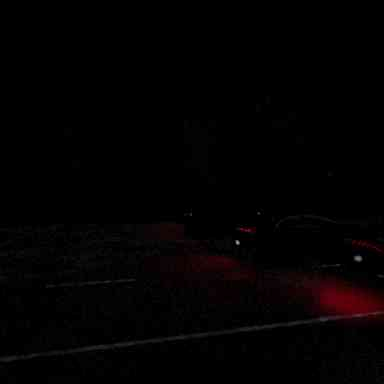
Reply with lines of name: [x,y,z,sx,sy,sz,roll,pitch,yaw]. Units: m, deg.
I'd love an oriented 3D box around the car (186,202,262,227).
car: [2.069,1.423,22.004,4.674,1.442,1.812,0,0,-16]

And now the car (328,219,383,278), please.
car: [6.350,1.432,8.651,5.008,1.535,1.882,0,0,-16]

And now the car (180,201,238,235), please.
car: [1.692,1.266,18.244,4.553,1.767,2.097,0,0,-16]

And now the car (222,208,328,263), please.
car: [3.812,1.435,11.570,4.902,1.511,2.128,0,0,-16]
